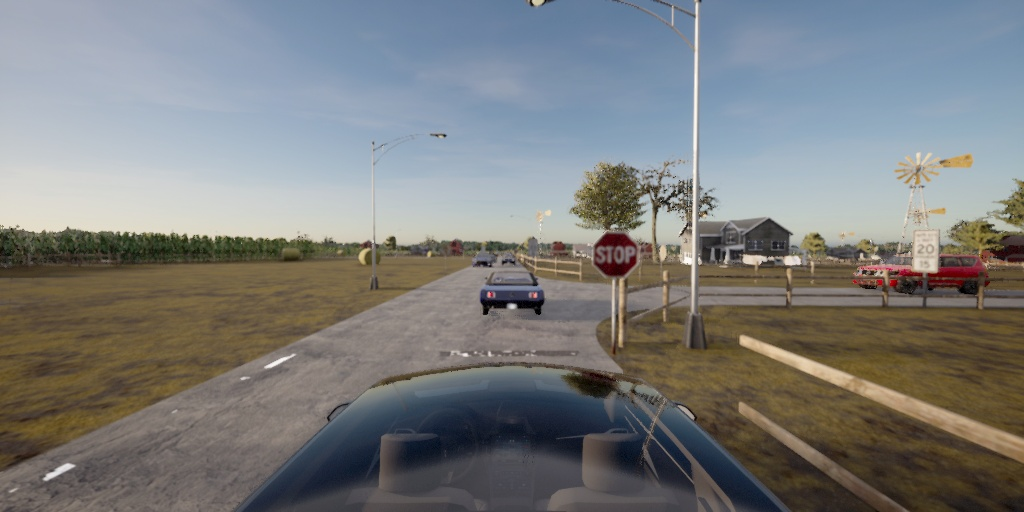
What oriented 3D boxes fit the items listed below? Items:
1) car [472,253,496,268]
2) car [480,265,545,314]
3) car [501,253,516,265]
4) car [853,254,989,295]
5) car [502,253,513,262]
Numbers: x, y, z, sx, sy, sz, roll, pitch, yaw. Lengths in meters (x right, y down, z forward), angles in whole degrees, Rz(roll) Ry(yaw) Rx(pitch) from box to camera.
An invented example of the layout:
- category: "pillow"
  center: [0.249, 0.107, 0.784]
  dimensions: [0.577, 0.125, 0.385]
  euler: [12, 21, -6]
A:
- category: "car"
  center: [-3.291, 0.405, 40.558]
  dimensions: [2.097, 1.767, 4.553]
  euler: [0, 1, -1]
- category: "car"
  center: [-0.015, 1.136, 12.459]
  dimensions: [1.895, 1.301, 4.718]
  euler: [1, 0, -1]
- category: "car"
  center: [-0.456, 0.539, 49.166]
  dimensions: [1.895, 1.301, 4.718]
  euler: [0, 1, 0]
- category: "car"
  center: [21.363, 0.890, 18.843]
  dimensions: [5.566, 2.045, 2.150]
  euler: [1, 2, -1]
- category: "car"
  center: [-0.712, 0.285, 62.467]
  dimensions: [1.837, 1.490, 4.892]
  euler: [0, 1, -1]
